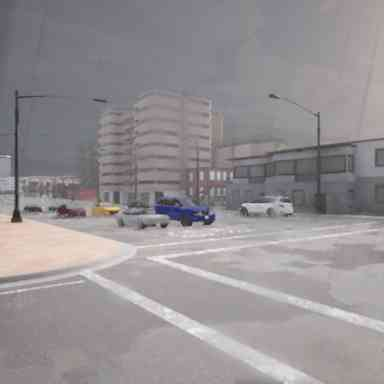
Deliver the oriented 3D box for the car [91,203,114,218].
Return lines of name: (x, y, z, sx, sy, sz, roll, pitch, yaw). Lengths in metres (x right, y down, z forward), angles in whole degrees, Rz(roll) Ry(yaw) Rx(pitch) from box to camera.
car: (-9.507, 1.944, 36.503, 1.882, 1.535, 5.008, 0, -1, -37)

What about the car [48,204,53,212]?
car: (-21.179, 2.433, 52.222, 1.994, 1.385, 4.181, 0, -1, -37)

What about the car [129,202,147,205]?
car: (-8.804, 2.300, 53.228, 1.837, 1.490, 4.892, 0, -1, -37)

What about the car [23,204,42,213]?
car: (-23.982, 2.476, 50.126, 1.895, 1.301, 4.718, 0, -1, -37)

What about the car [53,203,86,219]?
car: (-12.672, 1.945, 34.891, 1.882, 1.535, 5.008, 0, -1, -37)

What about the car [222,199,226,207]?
car: (5.486, 1.935, 59.968, 1.970, 1.475, 3.806, 0, -1, -37)

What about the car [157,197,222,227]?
car: (-0.655, 1.407, 24.698, 2.150, 2.045, 5.566, 0, -1, -37)

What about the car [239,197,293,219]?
car: (7.183, 1.508, 32.763, 2.150, 2.045, 5.566, 2, -2, -40)

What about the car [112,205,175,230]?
car: (-3.419, 1.774, 22.548, 1.895, 1.301, 4.718, 0, -1, -37)
